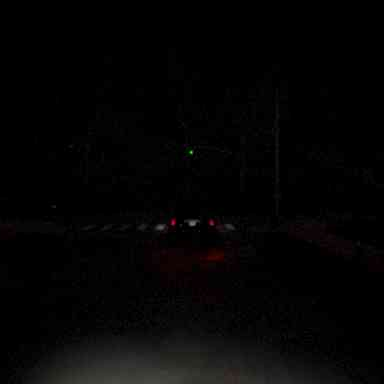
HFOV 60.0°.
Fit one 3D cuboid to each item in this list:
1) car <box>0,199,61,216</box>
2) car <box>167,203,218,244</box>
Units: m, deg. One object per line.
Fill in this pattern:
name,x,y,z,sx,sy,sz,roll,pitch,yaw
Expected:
car,-14.443,1.309,29.225,5.357,1.411,2.033,0,0,-4
car,0.004,1.306,15.606,2.097,1.767,4.553,0,0,0
